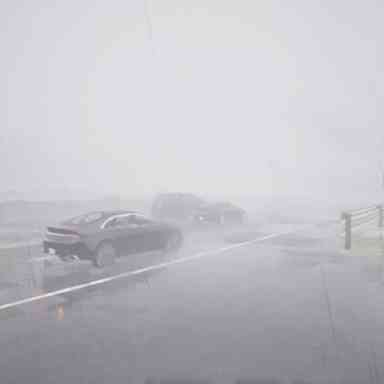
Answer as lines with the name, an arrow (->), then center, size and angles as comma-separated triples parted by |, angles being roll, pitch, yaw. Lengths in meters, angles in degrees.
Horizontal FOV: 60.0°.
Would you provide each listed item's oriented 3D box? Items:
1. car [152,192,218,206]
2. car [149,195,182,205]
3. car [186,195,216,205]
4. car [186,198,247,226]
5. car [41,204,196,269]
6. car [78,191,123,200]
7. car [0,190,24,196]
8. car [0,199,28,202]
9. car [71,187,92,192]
car -> -0.622, 1.052, 24.731 | 2.150, 2.045, 5.566 | 1, 0, 36
car -> -3.895, 1.189, 50.511 | 2.033, 1.411, 5.357 | 1, 0, 36
car -> 1.475, 1.223, 52.050 | 2.033, 1.411, 5.357 | 1, 0, 36
car -> 1.986, 1.369, 22.368 | 1.837, 1.490, 4.892 | 1, 0, 36
car -> -2.241, 1.342, 10.673 | 2.128, 1.511, 4.902 | 1, 0, 36
car -> -9.691, 1.043, 36.446 | 2.097, 1.767, 4.553 | 1, 0, 36
car -> -26.508, 0.403, 47.529 | 1.895, 1.301, 4.718 | 1, 2, 20
car -> -13.710, 1.256, 24.861 | 2.033, 1.411, 5.357 | 1, 0, 36
car -> -20.785, -0.286, 62.287 | 1.812, 1.442, 4.674 | 1, 3, 23
